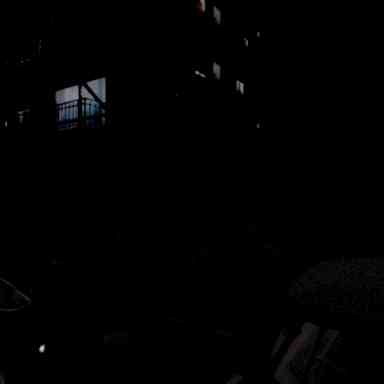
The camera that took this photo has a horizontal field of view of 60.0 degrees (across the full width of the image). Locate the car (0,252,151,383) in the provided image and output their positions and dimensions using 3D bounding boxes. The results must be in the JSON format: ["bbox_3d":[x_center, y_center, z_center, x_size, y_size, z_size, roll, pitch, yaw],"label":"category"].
[{"bbox_3d":[-2.485,1.523,4.631,4.313,1.339,1.947,1,0,35],"label":"car"}]

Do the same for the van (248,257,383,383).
[{"bbox_3d":[2.118,1.351,1.375,3.998,1.788,1.690,1,0,35],"label":"van"}]
